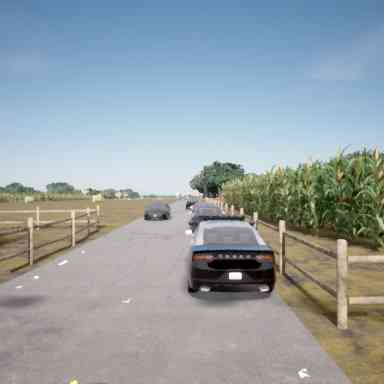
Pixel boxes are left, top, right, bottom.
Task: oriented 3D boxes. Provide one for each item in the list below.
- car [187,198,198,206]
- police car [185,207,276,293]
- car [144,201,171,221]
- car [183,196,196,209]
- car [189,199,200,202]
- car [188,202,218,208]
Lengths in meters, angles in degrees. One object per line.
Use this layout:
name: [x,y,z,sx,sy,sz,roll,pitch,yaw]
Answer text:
car: [0.158,1.796,59.377,1.895,1.301,4.718,0,0,0]
police car: [0.849,1.431,9.041,1.930,1.638,5.238,0,0,0]
car: [-2.777,1.522,27.472,1.882,1.535,5.008,0,0,0]
car: [0.131,1.598,45.582,1.882,1.535,5.008,0,0,0]
car: [0.891,1.515,24.934,1.882,1.535,5.008,0,0,0]
car: [0.875,1.528,18.934,1.837,1.490,4.892,0,0,0]
